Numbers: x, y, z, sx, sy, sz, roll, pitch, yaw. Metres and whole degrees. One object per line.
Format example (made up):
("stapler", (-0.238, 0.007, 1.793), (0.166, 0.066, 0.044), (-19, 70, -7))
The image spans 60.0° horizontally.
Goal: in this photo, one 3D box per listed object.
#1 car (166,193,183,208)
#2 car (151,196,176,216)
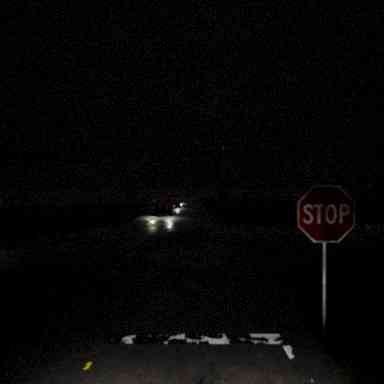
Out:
("car", (-2.836, 1.165, 48.398), (2.150, 2.045, 5.566), (0, 0, 0))
("car", (-2.846, 1.427, 32.336), (1.882, 1.535, 5.008), (0, 0, 0))
